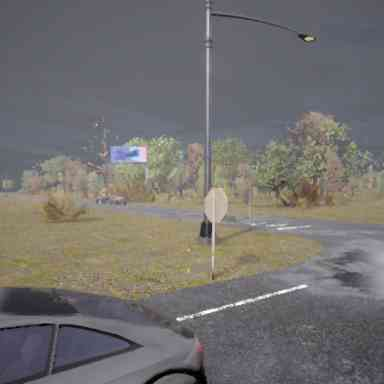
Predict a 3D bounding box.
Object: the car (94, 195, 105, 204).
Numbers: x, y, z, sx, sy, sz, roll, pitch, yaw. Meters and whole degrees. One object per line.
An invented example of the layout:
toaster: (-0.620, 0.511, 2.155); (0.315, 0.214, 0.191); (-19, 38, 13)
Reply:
car: (-16.355, 1.393, 60.895); (1.837, 1.490, 4.892); (0, 0, -34)

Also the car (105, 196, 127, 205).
car: (-12.292, 1.427, 54.895); (1.812, 1.442, 4.674); (0, 0, -33)

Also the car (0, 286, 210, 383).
car: (-1.874, 1.565, 2.544); (4.181, 1.385, 1.994); (0, 0, -35)
